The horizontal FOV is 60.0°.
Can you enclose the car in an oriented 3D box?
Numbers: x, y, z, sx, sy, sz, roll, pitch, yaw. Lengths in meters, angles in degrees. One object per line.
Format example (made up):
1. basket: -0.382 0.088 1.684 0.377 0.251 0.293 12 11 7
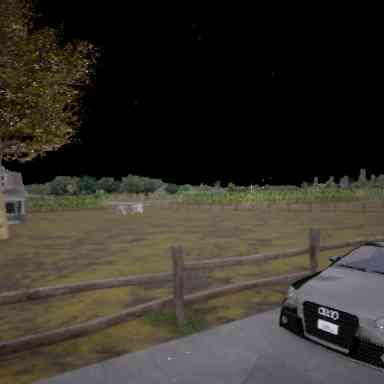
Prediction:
1. car: 3.390 1.572 5.491 4.181 1.385 1.994 0 0 -36
